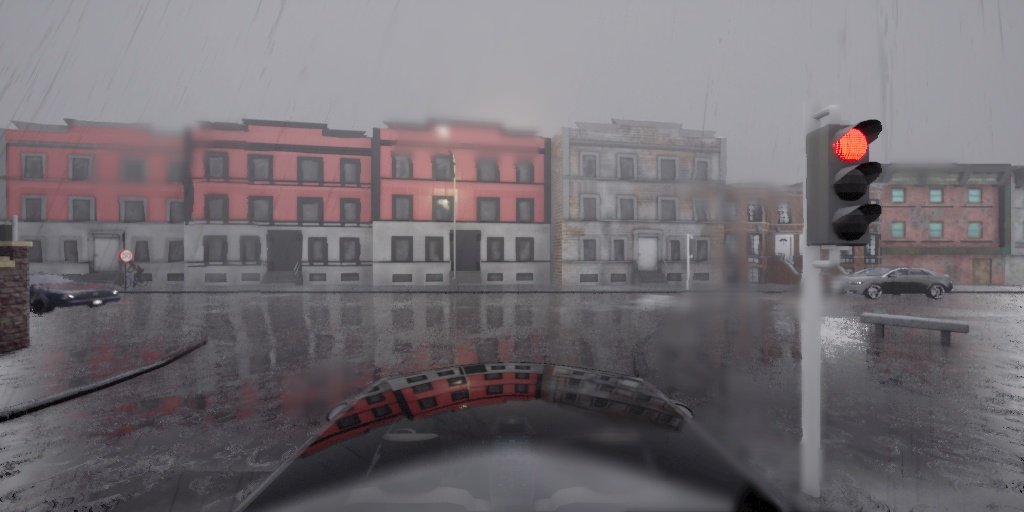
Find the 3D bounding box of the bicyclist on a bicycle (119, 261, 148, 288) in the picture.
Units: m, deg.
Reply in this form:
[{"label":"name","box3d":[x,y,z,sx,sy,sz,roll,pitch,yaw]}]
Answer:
[{"label":"bicyclist on a bicycle","box3d":[-22.690,1.098,21.514,0.582,1.620,1.656,0,0,0]}]

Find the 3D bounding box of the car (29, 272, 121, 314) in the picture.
[{"label":"car","box3d":[-17.821,1.297,13.119,5.357,1.411,2.033,0,0,0]}]

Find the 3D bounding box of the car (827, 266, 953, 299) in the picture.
[{"label":"car","box3d":[18.126,1.241,17.335,4.902,1.511,2.128,0,0,0]}]
